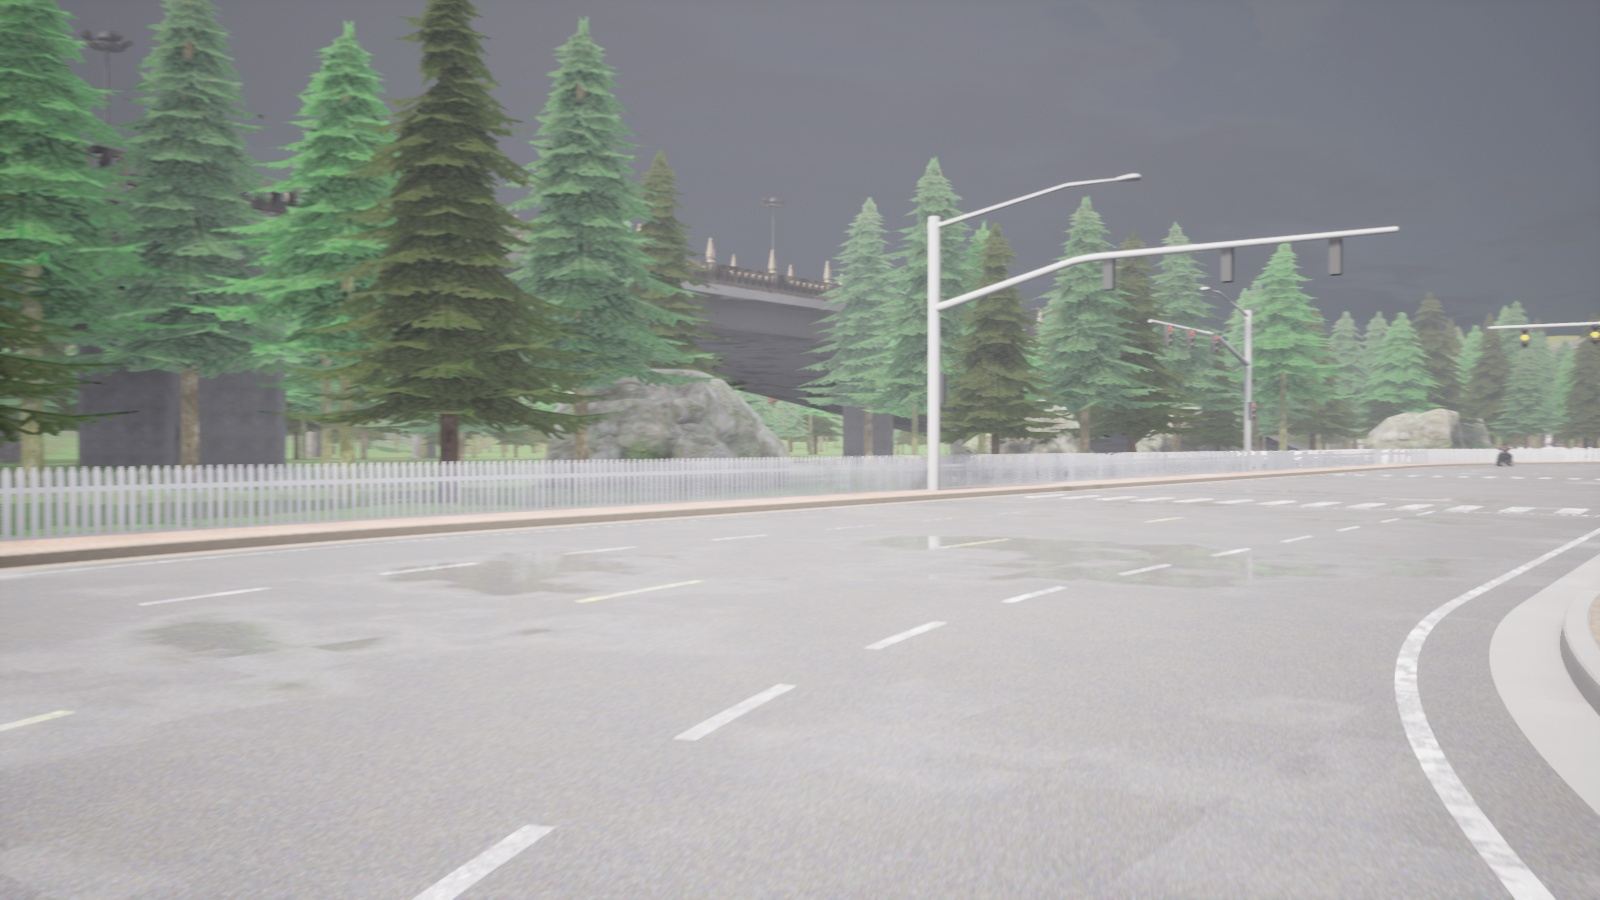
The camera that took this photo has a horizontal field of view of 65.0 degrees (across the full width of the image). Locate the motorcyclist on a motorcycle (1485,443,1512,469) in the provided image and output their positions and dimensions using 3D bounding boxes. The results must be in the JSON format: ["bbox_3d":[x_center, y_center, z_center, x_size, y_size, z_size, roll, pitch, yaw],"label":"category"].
[{"bbox_3d":[45.160,0.349,81.143,2.350,1.649,0.766,0,1,-41],"label":"motorcyclist on a motorcycle"}]
